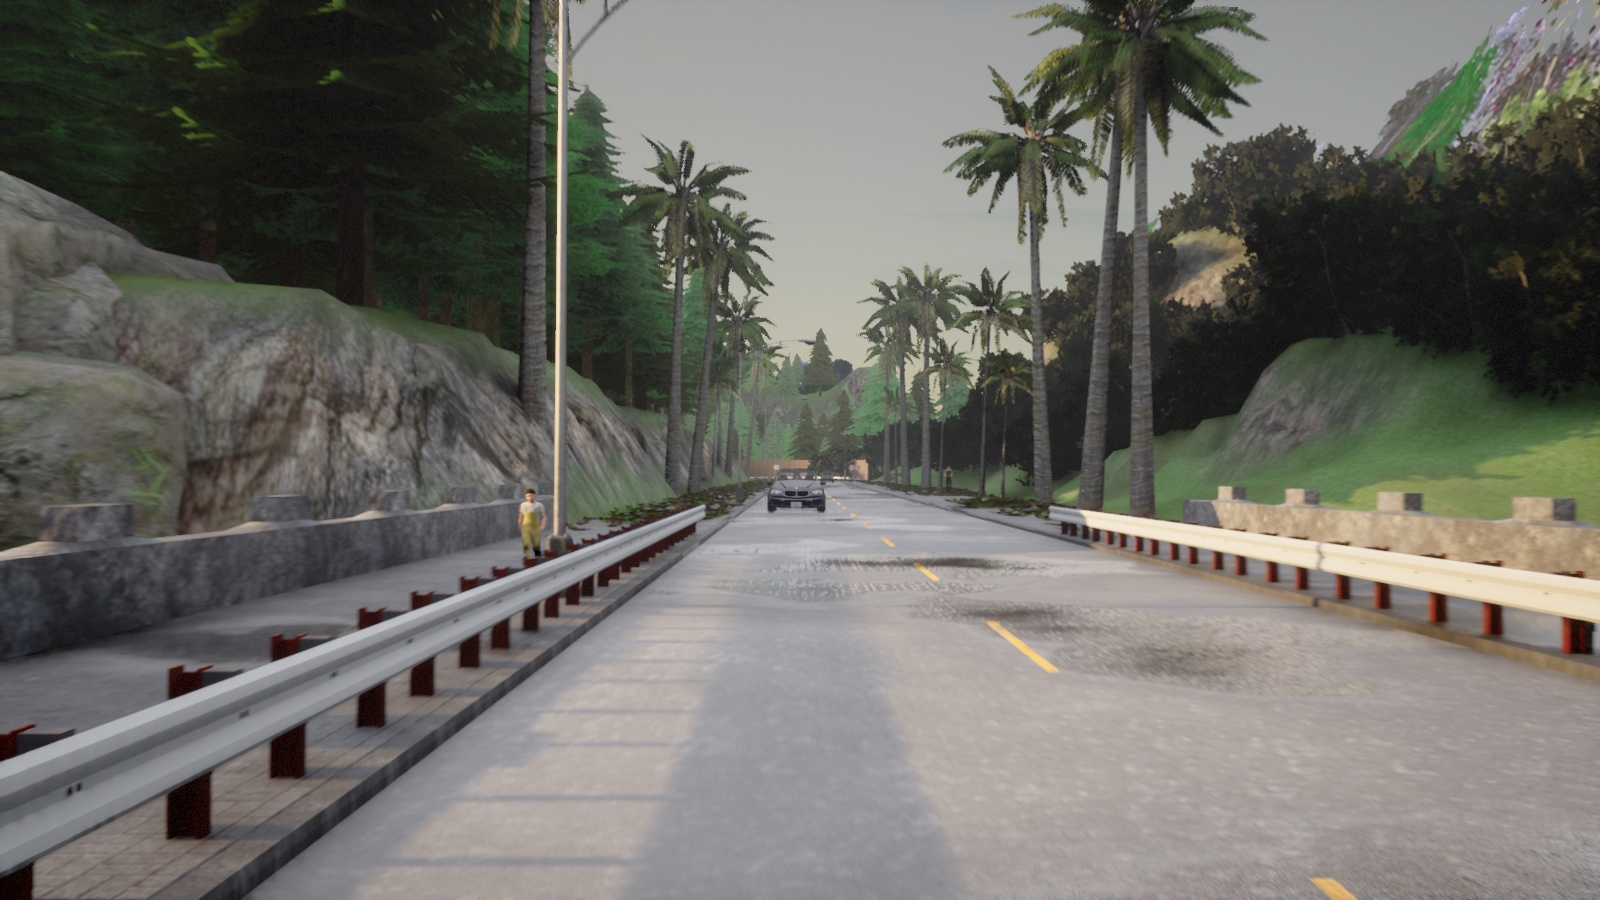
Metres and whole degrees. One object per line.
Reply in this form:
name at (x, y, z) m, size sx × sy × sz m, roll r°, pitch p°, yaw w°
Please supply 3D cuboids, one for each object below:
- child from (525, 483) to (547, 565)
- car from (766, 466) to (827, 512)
child at (-4.120, 1.148, 19.592) m, size 0.270 × 1.263 × 0.437 m, roll 0°, pitch -1°, yaw -4°
car at (-0.120, 1.467, 48.445) m, size 2.242 × 1.667 × 4.611 m, roll 0°, pitch -1°, yaw 0°
